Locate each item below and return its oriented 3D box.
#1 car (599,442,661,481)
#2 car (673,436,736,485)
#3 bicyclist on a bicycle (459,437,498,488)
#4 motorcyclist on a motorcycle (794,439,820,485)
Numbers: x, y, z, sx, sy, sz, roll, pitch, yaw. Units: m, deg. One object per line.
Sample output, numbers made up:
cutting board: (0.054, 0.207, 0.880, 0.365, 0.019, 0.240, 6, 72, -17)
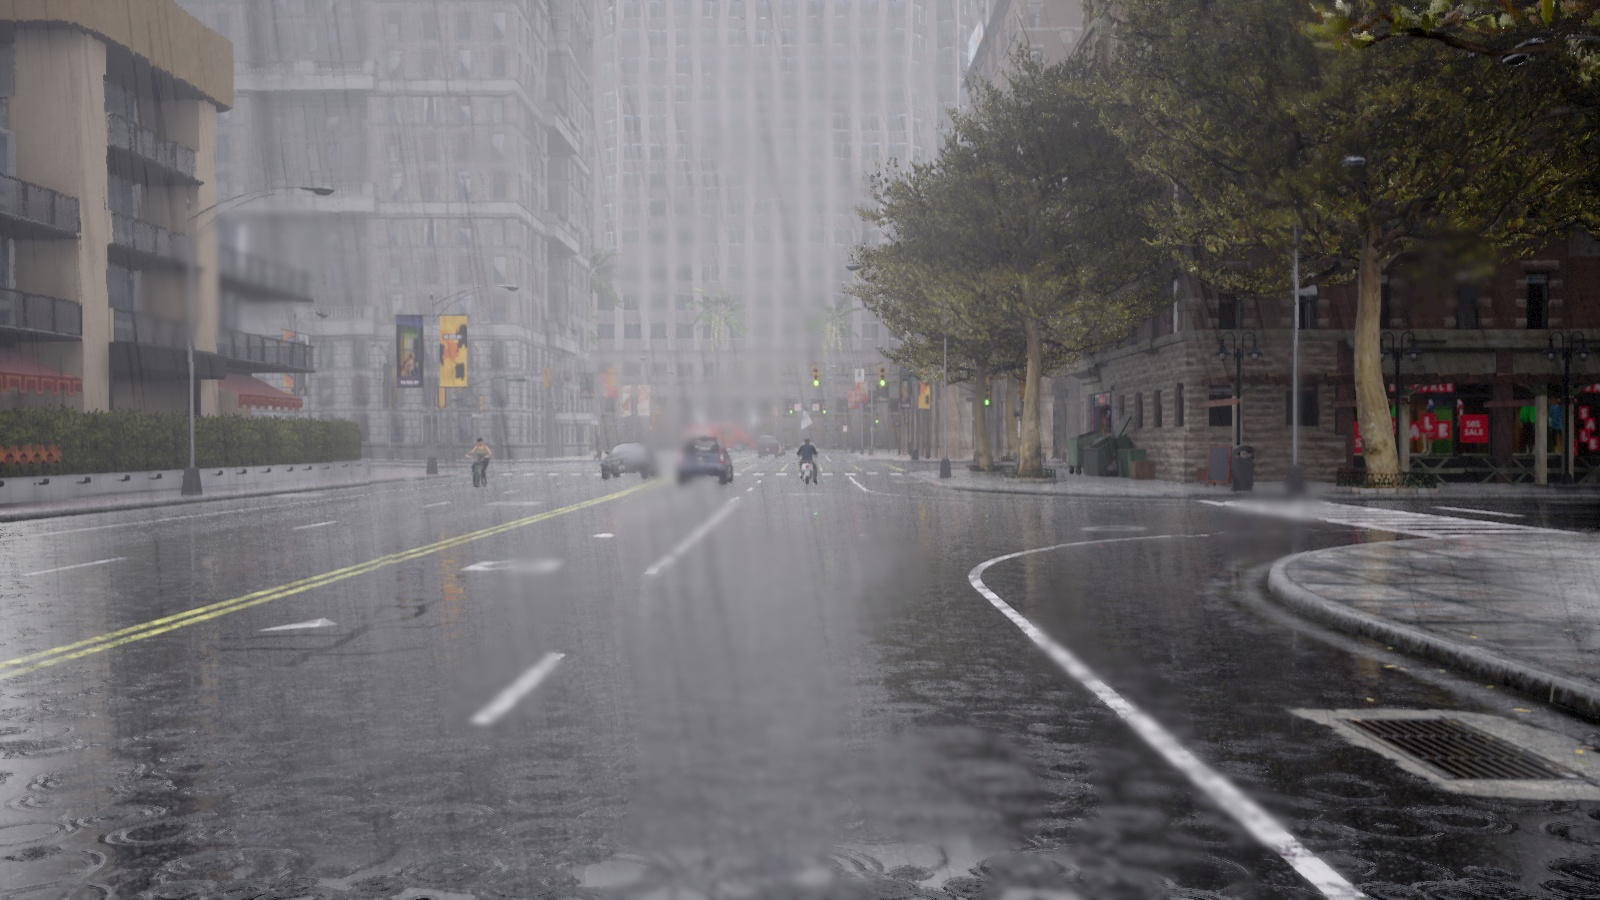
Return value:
car: (-6.717, 0.422, 49.981, 1.812, 1.442, 4.674, 0, 0, 0)
car: (-3.251, 0.343, 43.438, 1.851, 1.617, 3.988, 0, 0, 0)
bicyclist on a bicycle: (-10.274, 0.397, 40.206, 0.866, 1.612, 1.509, 0, 0, 0)
motorcyclist on a motorcycle: (0.249, 0.399, 43.719, 0.866, 1.590, 1.817, 0, 0, 0)
